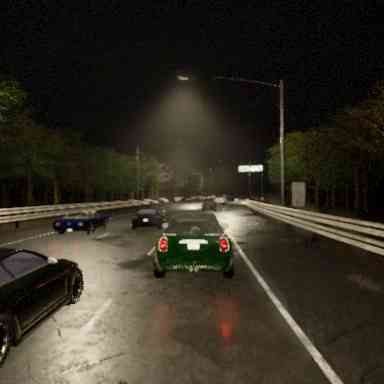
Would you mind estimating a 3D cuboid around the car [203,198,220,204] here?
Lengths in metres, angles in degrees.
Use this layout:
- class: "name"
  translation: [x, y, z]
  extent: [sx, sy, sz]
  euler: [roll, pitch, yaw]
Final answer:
- class: "car"
  translation: [2.284, 1.811, 43.607]
  extent: [2.033, 1.411, 5.357]
  euler: [0, 0, 6]

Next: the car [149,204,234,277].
- class: "car"
  translation: [0.096, 1.422, 10.618]
  extent: [2.097, 1.767, 4.553]
  euler: [0, 0, 2]

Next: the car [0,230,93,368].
- class: "car"
  translation: [-3.374, 1.624, 5.611]
  extent: [1.994, 1.385, 4.181]
  euler: [0, 0, 1]

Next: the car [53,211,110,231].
- class: "car"
  translation: [-6.453, 1.771, 20.035]
  extent: [1.895, 1.301, 4.718]
  euler: [0, 0, 3]

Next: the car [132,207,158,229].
- class: "car"
  translation: [-2.794, 1.729, 22.815]
  extent: [1.994, 1.385, 4.181]
  euler: [0, 0, 3]

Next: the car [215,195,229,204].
- class: "car"
  translation: [5.830, 1.611, 68.863]
  extent: [2.150, 2.045, 5.566]
  euler: [0, 0, 10]

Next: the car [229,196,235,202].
- class: "car"
  translation: [11.129, 1.959, 94.512]
  extent: [1.882, 1.535, 5.008]
  euler: [0, 0, 14]
